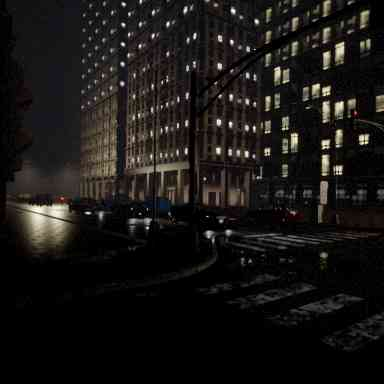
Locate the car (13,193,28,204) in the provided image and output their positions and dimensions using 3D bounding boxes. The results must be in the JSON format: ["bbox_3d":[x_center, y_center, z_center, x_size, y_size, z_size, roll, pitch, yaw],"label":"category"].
[{"bbox_3d":[-30.555,1.155,60.505,2.192,1.841,5.009,1,-1,-35],"label":"car"}]

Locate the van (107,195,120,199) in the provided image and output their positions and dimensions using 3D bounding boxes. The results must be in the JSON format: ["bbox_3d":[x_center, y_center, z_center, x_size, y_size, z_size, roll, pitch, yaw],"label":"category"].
[{"bbox_3d":[-10.637,1.368,46.941,1.690,1.788,3.998,1,-1,-35],"label":"van"}]

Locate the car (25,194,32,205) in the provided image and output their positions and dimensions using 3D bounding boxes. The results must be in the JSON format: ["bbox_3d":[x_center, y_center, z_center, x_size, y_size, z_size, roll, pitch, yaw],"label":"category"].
[{"bbox_3d":[-24.015,1.432,51.294,1.802,1.307,4.206,1,-1,-35],"label":"car"}]

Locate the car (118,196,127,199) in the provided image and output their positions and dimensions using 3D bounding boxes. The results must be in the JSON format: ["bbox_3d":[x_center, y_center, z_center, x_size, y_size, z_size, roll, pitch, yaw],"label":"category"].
[{"bbox_3d":[-7.369,1.584,42.334,2.008,1.369,4.403,1,-1,-35],"label":"car"}]

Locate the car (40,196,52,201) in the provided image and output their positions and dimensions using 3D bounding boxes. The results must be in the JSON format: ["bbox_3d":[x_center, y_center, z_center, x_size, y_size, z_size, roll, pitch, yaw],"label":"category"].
[{"bbox_3d":[-36.817,1.570,83.773,1.802,1.307,4.206,1,-1,-35],"label":"car"}]

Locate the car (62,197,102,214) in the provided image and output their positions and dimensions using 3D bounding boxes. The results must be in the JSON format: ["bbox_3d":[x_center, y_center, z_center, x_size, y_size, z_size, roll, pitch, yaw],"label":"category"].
[{"bbox_3d":[-10.927,1.427,32.876,2.008,1.369,4.403,1,-1,-35],"label":"car"}]

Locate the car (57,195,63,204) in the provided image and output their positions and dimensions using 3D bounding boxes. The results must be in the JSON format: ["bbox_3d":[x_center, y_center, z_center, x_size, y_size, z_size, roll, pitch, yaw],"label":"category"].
[{"bbox_3d":[-24.925,1.307,62.575,2.097,1.767,4.553,1,-1,-35],"label":"car"}]

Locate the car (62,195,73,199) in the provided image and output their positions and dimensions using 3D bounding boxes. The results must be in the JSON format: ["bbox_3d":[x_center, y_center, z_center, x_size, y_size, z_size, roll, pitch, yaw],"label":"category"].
[{"bbox_3d":[-18.939,1.456,54.147,2.128,1.511,4.902,1,-1,-35],"label":"car"}]

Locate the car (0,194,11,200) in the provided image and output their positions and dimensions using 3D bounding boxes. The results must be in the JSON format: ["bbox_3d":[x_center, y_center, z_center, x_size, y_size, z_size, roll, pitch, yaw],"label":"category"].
[{"bbox_3d":[-46.822,1.365,83.389,1.752,1.417,4.829,1,-1,-35],"label":"car"}]

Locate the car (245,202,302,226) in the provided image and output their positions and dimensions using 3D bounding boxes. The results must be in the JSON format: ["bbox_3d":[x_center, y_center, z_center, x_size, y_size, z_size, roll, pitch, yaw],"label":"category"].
[{"bbox_3d":[5.721,1.505,23.917,1.967,1.590,4.097,1,-1,-35],"label":"car"}]

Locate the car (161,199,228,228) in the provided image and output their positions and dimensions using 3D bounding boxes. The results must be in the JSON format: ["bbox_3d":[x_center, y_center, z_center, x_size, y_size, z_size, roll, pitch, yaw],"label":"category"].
[{"bbox_3d":[0.302,1.441,21.547,2.128,1.511,4.902,1,-1,-35],"label":"car"}]

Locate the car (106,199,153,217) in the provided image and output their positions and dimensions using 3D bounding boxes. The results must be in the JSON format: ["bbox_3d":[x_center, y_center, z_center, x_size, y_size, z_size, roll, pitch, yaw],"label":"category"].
[{"bbox_3d":[-5.664,1.535,29.939,1.895,1.301,4.718,1,-1,-35],"label":"car"}]

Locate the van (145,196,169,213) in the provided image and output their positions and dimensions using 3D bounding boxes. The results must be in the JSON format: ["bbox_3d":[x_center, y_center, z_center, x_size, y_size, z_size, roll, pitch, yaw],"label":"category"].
[{"bbox_3d":[-4.093,1.382,37.732,1.690,1.788,3.998,1,-1,-35],"label":"van"}]

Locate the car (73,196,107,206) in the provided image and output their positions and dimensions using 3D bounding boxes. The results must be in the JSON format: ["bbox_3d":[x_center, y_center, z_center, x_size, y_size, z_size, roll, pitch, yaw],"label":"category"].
[{"bbox_3d":[-12.104,1.423,39.025,1.837,1.490,4.892,1,0,-35],"label":"car"}]

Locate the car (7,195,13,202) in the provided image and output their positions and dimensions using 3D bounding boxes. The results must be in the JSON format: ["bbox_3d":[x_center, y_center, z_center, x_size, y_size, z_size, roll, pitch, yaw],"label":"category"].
[{"bbox_3d":[-37.103,1.396,69.712,1.947,1.339,4.313,1,-1,-35],"label":"car"}]

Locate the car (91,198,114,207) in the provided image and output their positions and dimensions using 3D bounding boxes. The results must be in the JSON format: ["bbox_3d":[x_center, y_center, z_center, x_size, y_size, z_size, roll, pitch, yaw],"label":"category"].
[{"bbox_3d":[-13.913,1.586,51.543,1.947,1.339,4.313,1,-1,-35],"label":"car"}]

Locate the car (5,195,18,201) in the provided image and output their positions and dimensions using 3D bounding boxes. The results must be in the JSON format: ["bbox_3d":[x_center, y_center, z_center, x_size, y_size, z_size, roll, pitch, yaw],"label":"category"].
[{"bbox_3d":[-40.374,1.377,74.316,2.008,1.369,4.403,1,-1,-35],"label":"car"}]

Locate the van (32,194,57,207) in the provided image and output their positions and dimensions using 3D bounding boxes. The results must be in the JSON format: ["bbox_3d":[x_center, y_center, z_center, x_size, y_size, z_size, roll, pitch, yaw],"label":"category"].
[{"bbox_3d":[-20.739,1.197,46.692,1.690,1.788,3.998,1,-1,-35],"label":"van"}]
